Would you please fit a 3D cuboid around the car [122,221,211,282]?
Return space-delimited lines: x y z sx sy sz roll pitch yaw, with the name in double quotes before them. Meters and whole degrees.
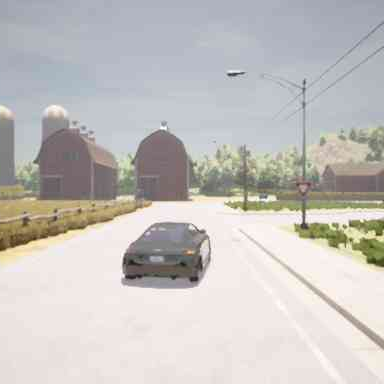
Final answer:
"car" -0.552 1.555 9.845 1.994 1.385 4.181 0 0 8
